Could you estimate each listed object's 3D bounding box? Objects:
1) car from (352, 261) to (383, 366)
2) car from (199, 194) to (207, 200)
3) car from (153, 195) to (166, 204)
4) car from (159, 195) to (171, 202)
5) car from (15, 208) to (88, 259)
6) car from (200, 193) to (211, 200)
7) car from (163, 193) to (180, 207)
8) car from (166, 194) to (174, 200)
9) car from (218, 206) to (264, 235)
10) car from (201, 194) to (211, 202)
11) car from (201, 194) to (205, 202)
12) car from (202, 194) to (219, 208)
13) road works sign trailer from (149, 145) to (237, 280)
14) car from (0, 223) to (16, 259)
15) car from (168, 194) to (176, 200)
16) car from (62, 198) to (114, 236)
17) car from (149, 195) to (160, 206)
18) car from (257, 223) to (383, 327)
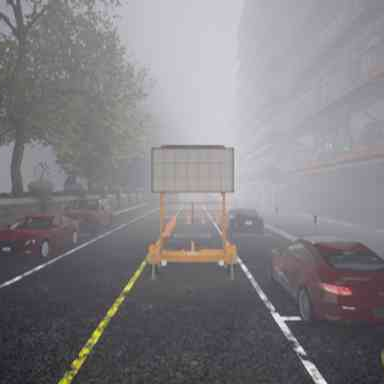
[{"bbox_3d":[2.693,1.520,1.315,1.752,1.417,4.829,0,0,0],"label":"car"},{"bbox_3d":[2.872,1.221,85.598,1.967,1.590,4.097,0,0,0],"label":"car"},{"bbox_3d":[-5.568,1.277,57.464,1.967,1.590,4.097,0,0,0],"label":"car"},{"bbox_3d":[-5.543,1.364,68.726,2.008,1.369,4.403,0,0,0],"label":"car"},{"bbox_3d":[-5.664,1.503,12.423,1.887,1.381,4.507,0,0,0],"label":"car"},{"bbox_3d":[2.813,1.277,57.447,1.967,1.590,4.097,0,0,0],"label":"car"},{"bbox_3d":[-2.942,1.082,48.178,2.150,2.045,5.566,0,0,1],"label":"car"},{"bbox_3d":[-5.508,1.306,85.446,1.752,1.417,4.829,0,0,0],"label":"car"},{"bbox_3d":[2.728,1.507,18.038,1.947,1.339,4.313,0,0,0],"label":"car"},{"bbox_3d":[2.837,1.253,68.708,1.967,1.590,4.097,0,0,0],"label":"car"},{"bbox_3d":[2.800,1.394,51.818,1.887,1.381,4.507,0,0,0],"label":"car"},{"bbox_3d":[2.789,1.407,46.187,1.887,1.381,4.507,0,0,0],"label":"car"},{"bbox_3d":[0.021,0.431,9.799,2.380,3.560,2.880,0,0,0],"label":"road works sign trailer"},{"bbox_3d":[-5.676,1.559,6.793,1.802,1.307,4.206,0,0,0],"label":"car"},{"bbox_3d":[-5.495,1.322,91.246,2.008,1.369,4.403,0,0,0],"label":"car"},{"bbox_3d":[-5.652,1.256,18.054,2.192,1.841,5.009,0,0,0],"label":"car"},{"bbox_3d":[-5.580,1.290,51.836,1.967,1.590,4.097,0,0,0],"label":"car"},{"bbox_3d":[2.704,1.559,6.775,1.802,1.307,4.206,0,0,0],"label":"car"}]
